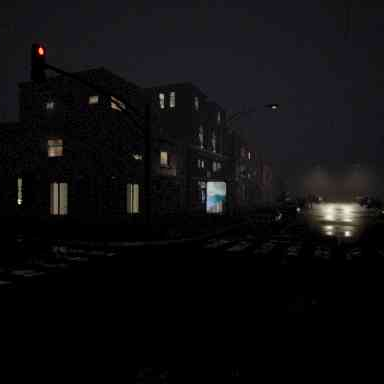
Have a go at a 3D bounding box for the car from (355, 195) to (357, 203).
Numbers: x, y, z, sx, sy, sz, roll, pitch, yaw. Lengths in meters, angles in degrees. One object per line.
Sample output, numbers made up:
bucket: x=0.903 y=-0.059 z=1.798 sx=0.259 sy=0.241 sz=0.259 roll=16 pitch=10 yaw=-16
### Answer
car: x=30.047 y=1.569 z=57.929 sx=2.008 sy=1.369 sz=4.403 roll=0 pitch=0 yaw=24

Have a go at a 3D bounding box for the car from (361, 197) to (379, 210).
car: x=23.398 y=1.562 z=42.755 sx=2.008 sy=1.369 sz=4.403 roll=0 pitch=0 yaw=24

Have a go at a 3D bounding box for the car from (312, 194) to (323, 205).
car: x=22.377 y=1.333 z=61.305 sx=2.192 sy=1.841 sz=5.009 roll=0 pitch=0 yaw=24

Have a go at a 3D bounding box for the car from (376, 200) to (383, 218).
car: x=16.750 y=1.588 z=27.581 sx=1.802 sy=1.307 sz=4.206 roll=0 pitch=0 yaw=24

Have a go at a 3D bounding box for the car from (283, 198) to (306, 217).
car: x=9.079 y=1.556 z=30.957 sx=2.008 sy=1.369 sz=4.403 roll=0 pitch=0 yaw=24

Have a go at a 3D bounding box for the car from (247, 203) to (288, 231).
car: x=4.648 y=1.585 z=20.842 sx=1.802 sy=1.307 sz=4.206 roll=0 pitch=0 yaw=24

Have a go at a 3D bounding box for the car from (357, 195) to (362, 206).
car: x=27.831 y=1.456 z=52.870 sx=1.967 sy=1.590 sz=4.097 roll=0 pitch=0 yaw=24

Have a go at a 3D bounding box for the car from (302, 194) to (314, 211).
car: x=13.512 y=1.448 z=41.073 sx=1.967 sy=1.590 sz=4.097 roll=0 pitch=0 yaw=24

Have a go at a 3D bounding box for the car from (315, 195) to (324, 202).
car: x=31.241 y=1.472 z=81.536 sx=1.967 sy=1.590 sz=4.097 roll=0 pitch=0 yaw=24

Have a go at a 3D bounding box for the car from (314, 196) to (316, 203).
car: x=15.660 y=1.536 z=45.975 sx=1.752 sy=1.417 sz=4.829 roll=0 pitch=0 yaw=24

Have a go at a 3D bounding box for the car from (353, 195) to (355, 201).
car: x=34.478 y=1.607 z=68.043 sx=1.802 sy=1.307 sz=4.206 roll=0 pitch=0 yaw=24
